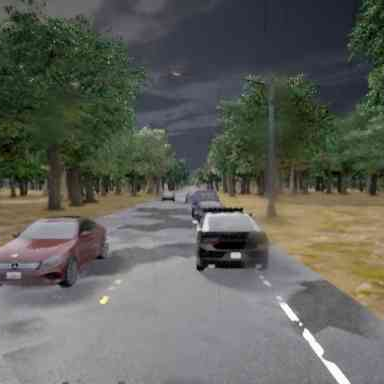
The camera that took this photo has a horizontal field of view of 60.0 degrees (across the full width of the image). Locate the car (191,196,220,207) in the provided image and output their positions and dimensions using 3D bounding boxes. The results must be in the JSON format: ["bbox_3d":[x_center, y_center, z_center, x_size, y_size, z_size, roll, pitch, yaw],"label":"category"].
[{"bbox_3d":[1.049,1.213,20.433,1.837,1.490,4.892,0,1,0],"label":"car"}]

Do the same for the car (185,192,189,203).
[{"bbox_3d":[0.027,0.782,47.826,2.128,1.511,4.902,0,1,0],"label":"car"}]

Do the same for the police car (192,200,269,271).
[{"bbox_3d":[1.049,1.275,10.540,1.930,1.638,5.238,0,1,0],"label":"police car"}]

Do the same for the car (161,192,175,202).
[{"bbox_3d":[-3.590,0.723,50.653,1.882,1.535,5.008,0,1,0],"label":"car"}]

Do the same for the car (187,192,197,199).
[{"bbox_3d":[-0.003,0.656,62.356,1.895,1.301,4.718,0,1,0],"label":"car"}]

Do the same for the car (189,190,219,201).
[{"bbox_3d":[1.048,0.841,26.461,2.150,2.045,5.566,0,1,0],"label":"car"}]

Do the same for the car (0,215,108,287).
[{"bbox_3d":[-3.600,1.397,9.051,1.812,1.442,4.674,0,1,0],"label":"car"}]
